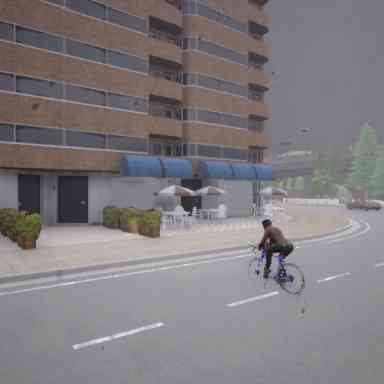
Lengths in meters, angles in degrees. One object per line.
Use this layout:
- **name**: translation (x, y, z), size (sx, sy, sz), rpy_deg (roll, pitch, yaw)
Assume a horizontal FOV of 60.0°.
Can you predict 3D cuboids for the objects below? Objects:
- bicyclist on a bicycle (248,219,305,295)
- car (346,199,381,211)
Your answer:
- **bicyclist on a bicycle**: translation (1.860, 1.455, 7.625), size (0.582, 1.620, 1.656), rpy_deg (0, -2, -36)
- **car**: translation (21.144, 1.564, 41.140), size (1.994, 1.385, 4.181), rpy_deg (0, 0, -16)
